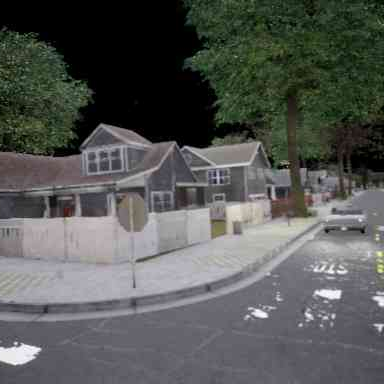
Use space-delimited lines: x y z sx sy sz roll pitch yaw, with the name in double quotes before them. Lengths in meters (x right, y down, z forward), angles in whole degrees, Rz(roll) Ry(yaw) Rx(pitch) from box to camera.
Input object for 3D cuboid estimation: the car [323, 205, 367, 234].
"car" 8.137 1.390 17.538 1.895 1.301 4.718 -3 -1 28
